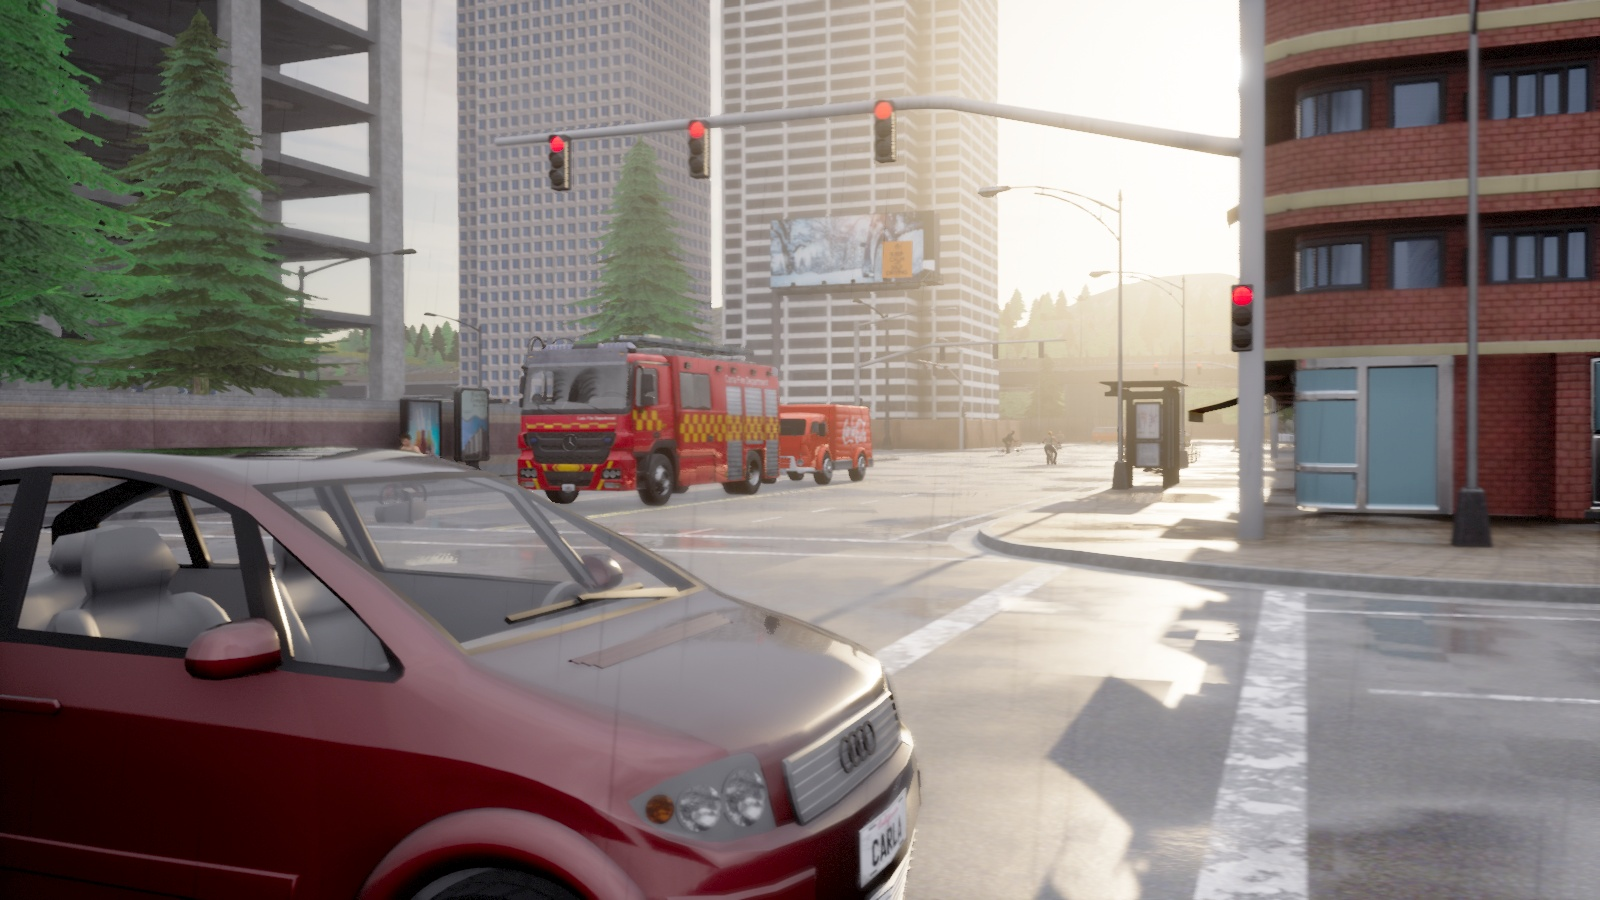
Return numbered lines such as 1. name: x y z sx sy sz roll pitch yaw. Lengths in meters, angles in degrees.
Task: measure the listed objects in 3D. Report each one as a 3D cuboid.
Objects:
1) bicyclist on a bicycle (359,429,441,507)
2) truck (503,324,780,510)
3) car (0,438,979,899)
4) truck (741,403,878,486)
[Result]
1. bicyclist on a bicycle: -8.582 0.385 26.992 0.866 1.612 1.509 1 -1 22
2. truck: -3.467 -0.746 30.345 2.891 3.827 8.468 1 1 22
3. car: -1.498 0.757 3.720 3.705 1.549 1.789 0 1 21
4. truck: 0.396 -0.199 40.011 2.627 2.467 5.204 1 1 22
